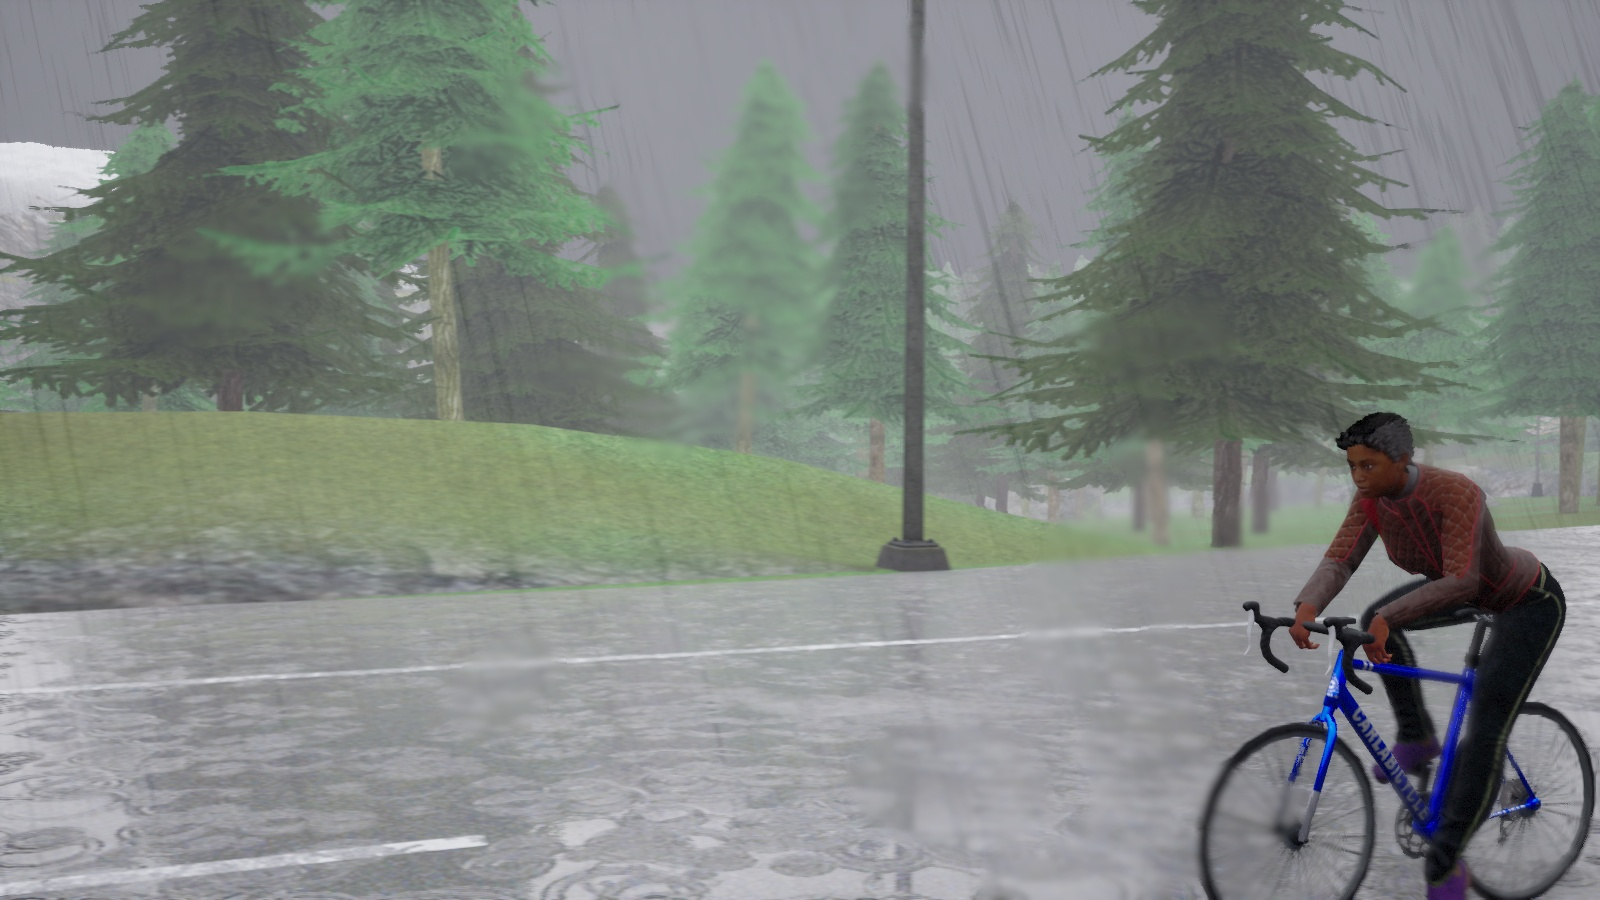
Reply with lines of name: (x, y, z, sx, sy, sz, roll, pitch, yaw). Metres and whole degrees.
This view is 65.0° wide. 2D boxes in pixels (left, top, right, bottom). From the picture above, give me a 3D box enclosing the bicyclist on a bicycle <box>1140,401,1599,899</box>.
bicyclist on a bicycle: (1.959, 0.666, 3.983, 1.656, 1.620, 0.582, -1, 1, -21)
